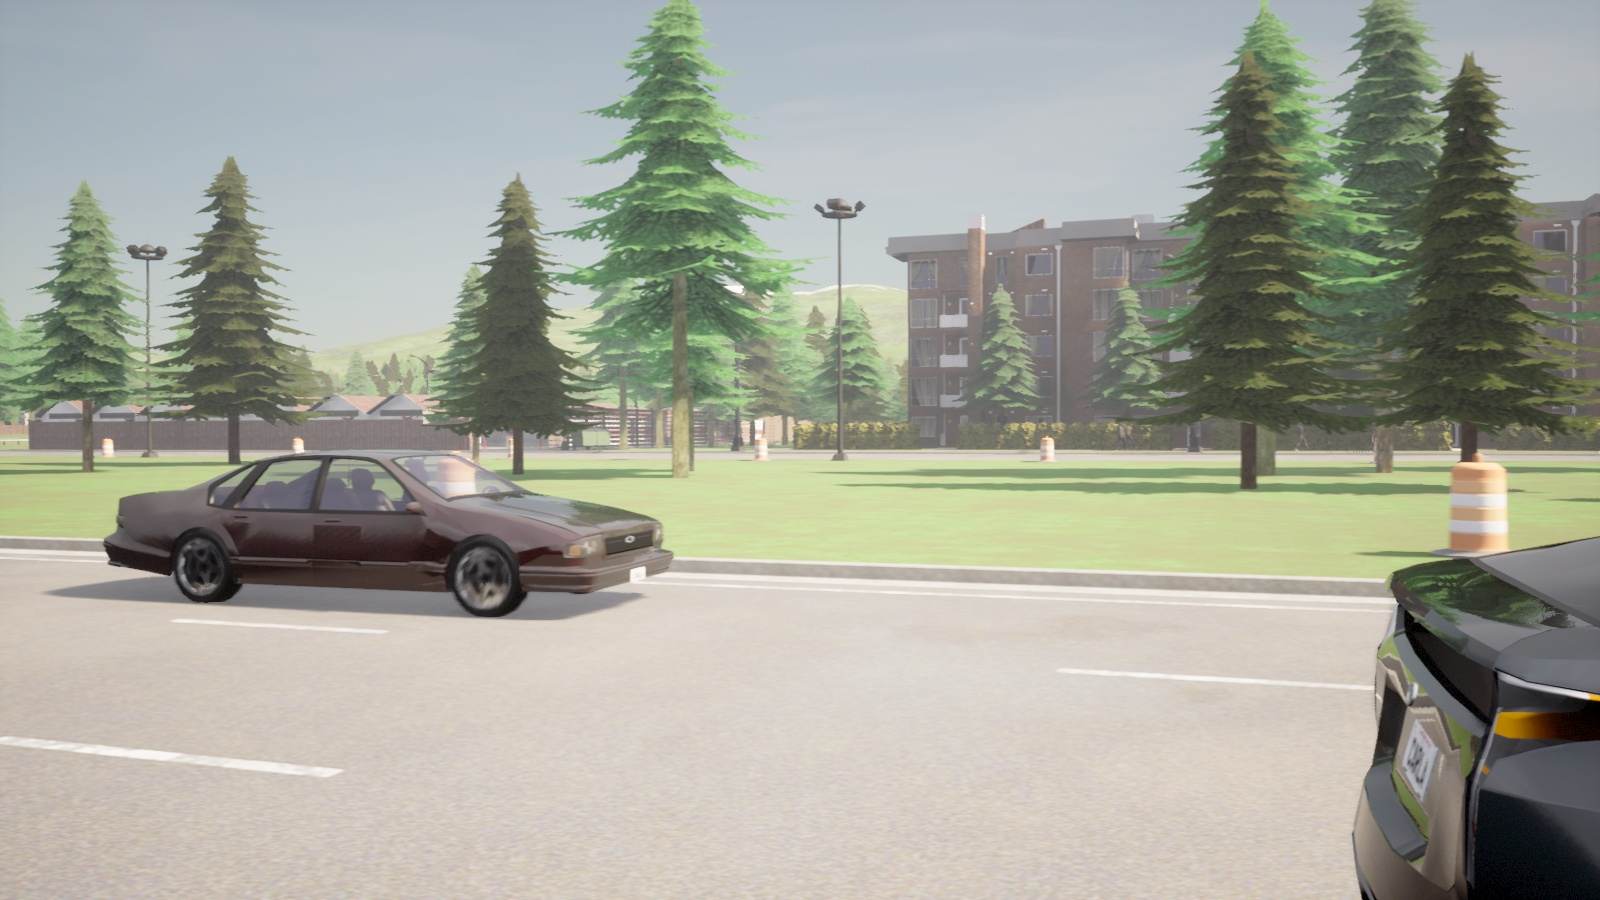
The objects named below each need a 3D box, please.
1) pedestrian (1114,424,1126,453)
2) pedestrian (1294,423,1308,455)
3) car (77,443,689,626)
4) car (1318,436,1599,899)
[{"bbox_3d":[20.431,-0.752,80.199,0.694,1.848,0.540,1,1,19],"label":"pedestrian"},{"bbox_3d":[30.618,-0.659,76.757,0.788,1.949,0.423,1,1,19],"label":"pedestrian"},{"bbox_3d":[-3.926,0.669,11.899,5.357,1.411,2.033,1,1,19],"label":"car"},{"bbox_3d":[3.365,0.753,2.060,4.514,1.525,2.007,1,1,19],"label":"car"}]
